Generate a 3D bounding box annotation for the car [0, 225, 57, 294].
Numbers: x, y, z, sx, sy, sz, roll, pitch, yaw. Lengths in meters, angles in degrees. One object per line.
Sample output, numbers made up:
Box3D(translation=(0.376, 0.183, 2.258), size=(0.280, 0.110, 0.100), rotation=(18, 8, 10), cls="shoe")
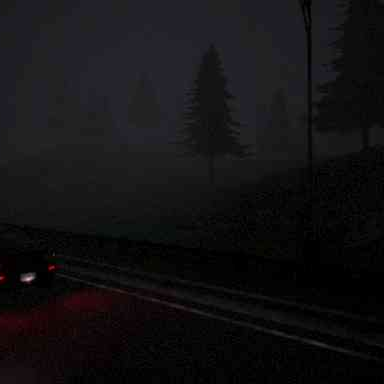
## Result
Box3D(translation=(-5.087, 1.516, 7.993), size=(4.674, 1.442, 1.812), rotation=(0, 0, 37), cls="car")
